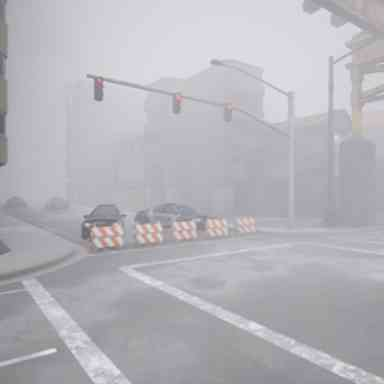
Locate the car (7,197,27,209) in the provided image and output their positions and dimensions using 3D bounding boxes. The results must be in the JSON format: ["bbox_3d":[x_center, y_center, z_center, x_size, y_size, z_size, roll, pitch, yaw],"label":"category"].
[{"bbox_3d":[-24.290,1.444,45.994,2.038,1.542,4.974,0,0,-36],"label":"car"}]

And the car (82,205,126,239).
[{"bbox_3d":[-4.488,1.447,17.362,2.038,1.542,4.974,0,0,-11],"label":"car"}]

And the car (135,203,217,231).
[{"bbox_3d":[-0.913,1.445,19.513,4.974,1.542,2.038,0,0,34],"label":"car"}]

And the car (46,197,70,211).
[{"bbox_3d":[-16.569,1.442,41.017,2.038,1.542,4.974,0,0,-36],"label":"car"}]

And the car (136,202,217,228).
[{"bbox_3d":[-0.957,1.287,19.542,4.536,1.218,1.853,0,0,34],"label":"car"}]

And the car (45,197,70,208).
[{"bbox_3d":[-16.599,1.285,41.059,1.853,1.218,4.536,0,0,-36],"label":"car"}]

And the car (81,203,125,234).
[{"bbox_3d":[-4.498,1.290,17.413,1.853,1.218,4.536,0,0,-11],"label":"car"}]

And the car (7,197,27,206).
[{"bbox_3d":[-24.321,1.286,46.036,1.853,1.218,4.536,0,0,-36],"label":"car"}]
